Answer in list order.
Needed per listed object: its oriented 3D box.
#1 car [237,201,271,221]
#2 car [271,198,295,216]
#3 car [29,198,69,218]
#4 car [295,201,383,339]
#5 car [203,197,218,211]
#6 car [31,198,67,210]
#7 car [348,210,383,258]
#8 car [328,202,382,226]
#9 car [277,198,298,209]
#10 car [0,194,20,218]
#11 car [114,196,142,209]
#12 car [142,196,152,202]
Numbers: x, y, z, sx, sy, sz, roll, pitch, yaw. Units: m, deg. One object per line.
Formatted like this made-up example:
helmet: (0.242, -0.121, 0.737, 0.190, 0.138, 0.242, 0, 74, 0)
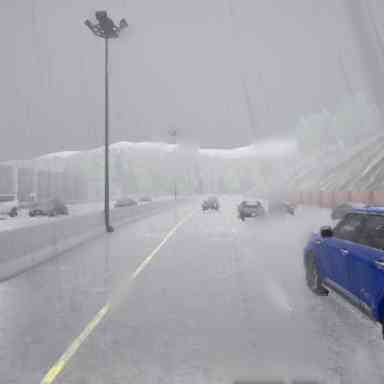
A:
car: (4.791, 1.476, 27.279, 2.128, 1.511, 4.902, 0, 0, 4)
car: (8.670, 1.507, 32.402, 1.812, 1.442, 4.674, 0, 0, 4)
car: (-12.762, 1.546, 29.829, 1.994, 1.385, 4.181, 0, 0, 4)
car: (3.645, 1.217, 5.539, 2.150, 2.045, 5.566, 0, 0, 2)
car: (2.329, 1.577, 41.110, 1.895, 1.301, 4.718, 0, 0, 5)
car: (-18.710, 1.522, 43.886, 2.033, 1.411, 5.357, 0, 0, 5)
car: (7.433, 1.499, 11.676, 1.837, 1.490, 4.892, 0, 0, 3)
car: (11.622, 1.512, 24.094, 1.812, 1.442, 4.674, 0, 0, 4)
car: (13.265, 1.536, 46.284, 1.994, 1.385, 4.181, 0, 0, 5)
car: (-16.462, 1.207, 27.257, 2.150, 2.045, 5.566, 0, 0, 4)
car: (-8.310, 1.523, 42.231, 2.033, 1.411, 5.357, 0, 0, 5)
car: (-9.825, 1.511, 70.570, 1.994, 1.385, 4.181, 0, 0, 3)
